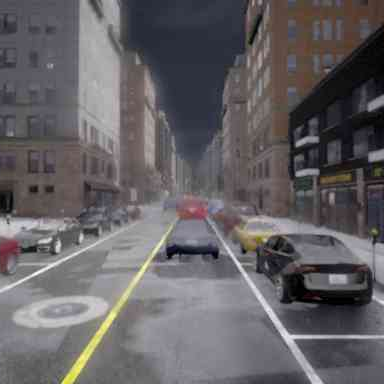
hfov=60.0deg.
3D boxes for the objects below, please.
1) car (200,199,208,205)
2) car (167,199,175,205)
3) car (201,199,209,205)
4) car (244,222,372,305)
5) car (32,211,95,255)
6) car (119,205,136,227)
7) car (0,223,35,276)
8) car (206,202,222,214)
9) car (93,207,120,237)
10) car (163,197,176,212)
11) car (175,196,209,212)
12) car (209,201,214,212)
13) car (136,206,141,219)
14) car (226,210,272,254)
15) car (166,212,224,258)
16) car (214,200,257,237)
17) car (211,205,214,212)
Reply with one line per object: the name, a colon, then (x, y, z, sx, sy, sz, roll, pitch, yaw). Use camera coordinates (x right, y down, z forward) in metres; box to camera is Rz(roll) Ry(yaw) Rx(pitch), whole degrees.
car: (3.144, 2.463, 85.410, 1.887, 1.381, 4.507, 1, -1, 1)
car: (-5.381, 2.487, 85.522, 1.947, 1.339, 4.313, 1, -1, 1)
car: (3.068, 2.426, 79.880, 1.947, 1.339, 4.313, 1, -1, 1)
car: (2.683, 1.657, 8.180, 1.947, 1.339, 4.313, 1, -1, 0)
car: (-5.837, 1.704, 13.866, 2.008, 1.369, 4.403, 1, -1, 0)
car: (-5.826, 1.843, 25.212, 1.947, 1.339, 4.313, 1, -1, 0)
car: (-5.843, 1.673, 8.193, 1.802, 1.307, 4.206, 1, -1, 0)
car: (2.717, 1.986, 42.389, 1.752, 1.417, 4.829, 1, -1, 0)
car: (-5.832, 1.781, 19.539, 1.947, 1.339, 4.313, 1, -1, 0)
car: (-2.961, 1.754, 48.494, 2.150, 2.045, 5.566, 0, -1, 0)
car: (0.035, 1.527, 27.588, 2.150, 2.045, 5.566, 0, 0, 0)
car: (2.706, 1.864, 31.043, 1.752, 1.417, 4.829, 1, -1, 0)
car: (-5.820, 1.883, 30.884, 1.887, 1.381, 4.507, 1, -1, 0)
car: (2.689, 1.680, 14.024, 1.752, 1.417, 4.829, 1, -1, 0)
car: (0.030, 1.714, 13.513, 1.994, 1.385, 4.181, 0, -1, 1)
car: (2.696, 1.530, 19.529, 2.192, 1.841, 5.009, 1, -1, 0)
car: (2.699, 1.858, 25.199, 1.802, 1.307, 4.206, 1, -1, 0)
